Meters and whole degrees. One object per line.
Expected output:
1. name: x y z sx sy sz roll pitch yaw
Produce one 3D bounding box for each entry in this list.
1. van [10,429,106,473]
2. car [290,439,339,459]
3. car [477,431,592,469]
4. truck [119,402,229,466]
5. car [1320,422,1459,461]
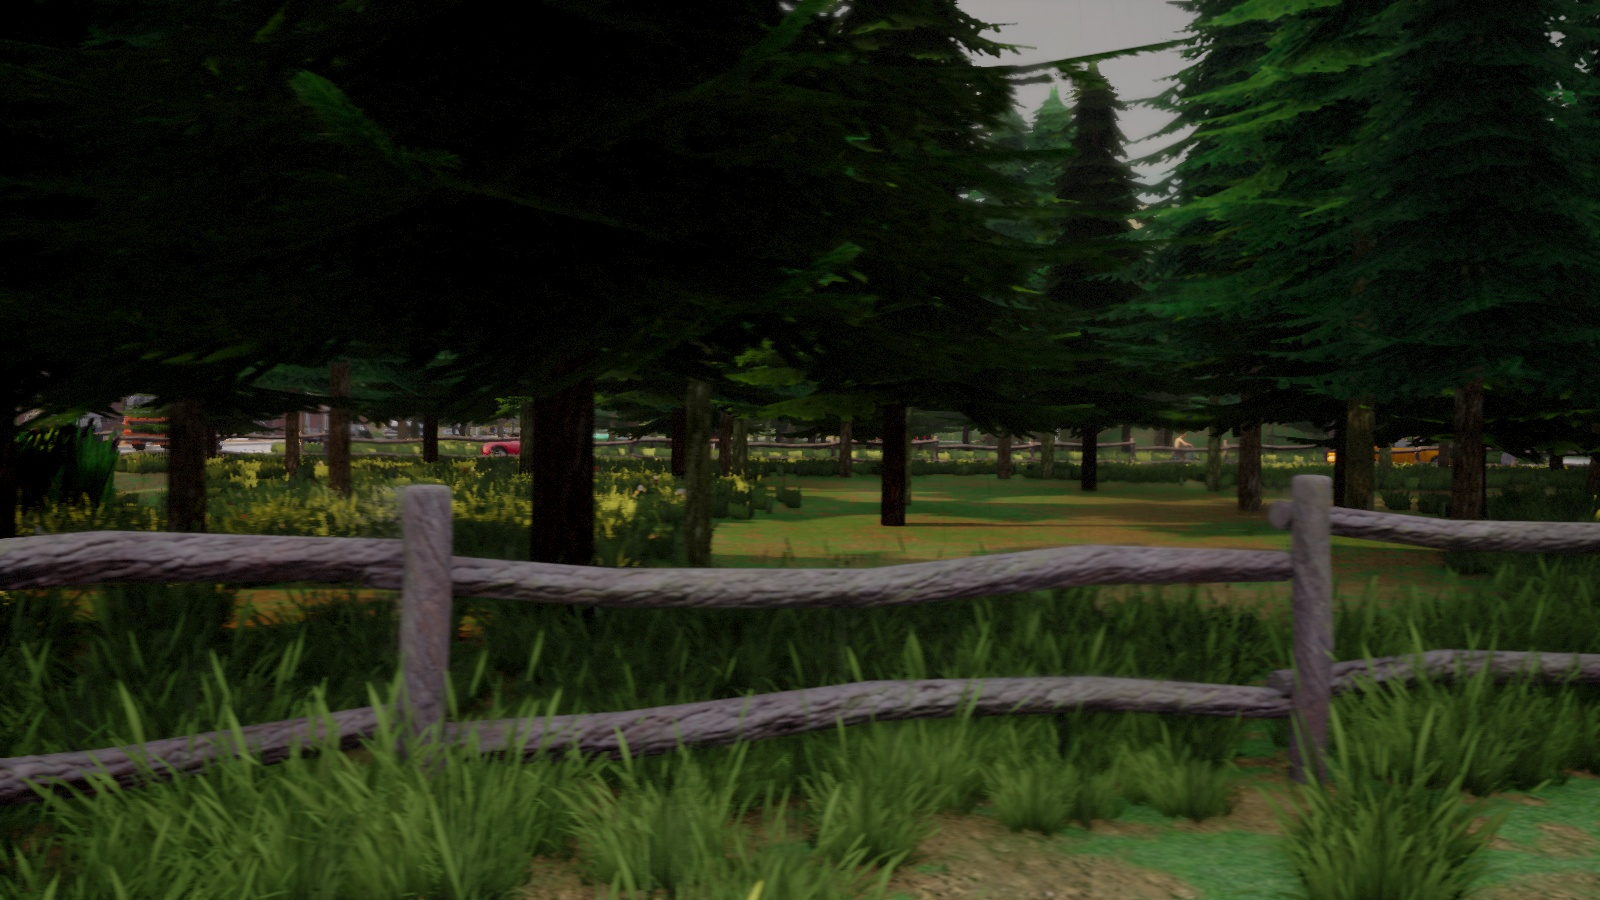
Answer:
1. van: -34.964 -0.011 59.326 1.775 1.987 4.442 0 1 2
2. car: -33.542 -0.116 86.845 1.895 1.301 4.718 -1 1 -5
3. car: -11.292 -0.020 53.627 4.514 1.525 2.007 -1 1 -3
4. truck: -35.797 -0.940 72.180 2.891 3.462 7.936 -1 1 -5
5. car: 24.591 -0.355 52.472 5.008 1.535 1.882 -1 1 -4
